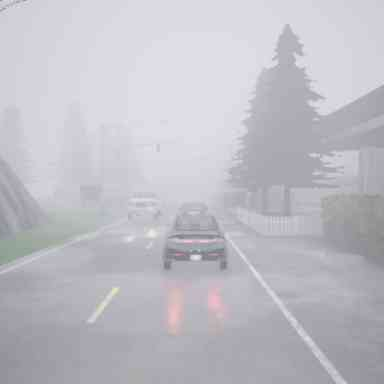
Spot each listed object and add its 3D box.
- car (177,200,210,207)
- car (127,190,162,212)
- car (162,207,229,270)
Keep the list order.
[{"bbox_3d":[0.100,1.304,20.957,2.097,1.767,4.553,0,0,0],"label":"car"},{"bbox_3d":[-3.500,0.821,25.399,2.150,2.045,5.566,0,0,0],"label":"car"},{"bbox_3d":[0.100,1.466,10.958,2.128,1.511,4.902,0,0,0],"label":"car"}]
